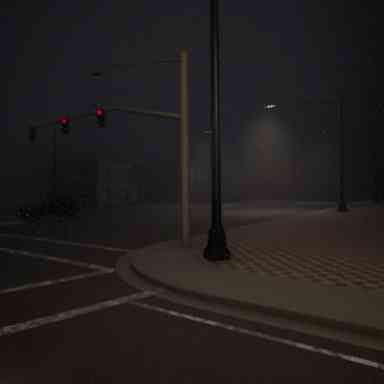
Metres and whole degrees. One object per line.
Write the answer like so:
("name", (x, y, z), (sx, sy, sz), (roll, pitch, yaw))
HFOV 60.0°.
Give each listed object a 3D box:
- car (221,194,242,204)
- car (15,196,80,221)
("car", (6.801, 1.163, 56.568), (1.837, 1.490, 4.892), (-1, 0, 37))
("car", (-12.874, 1.438, 30.121), (2.150, 2.045, 5.566), (-1, 0, 37))
